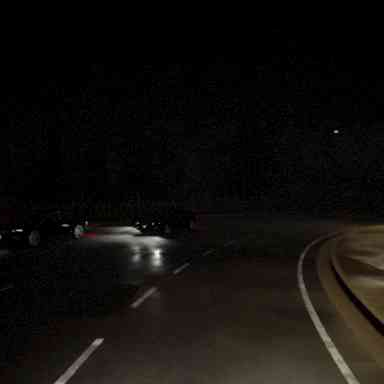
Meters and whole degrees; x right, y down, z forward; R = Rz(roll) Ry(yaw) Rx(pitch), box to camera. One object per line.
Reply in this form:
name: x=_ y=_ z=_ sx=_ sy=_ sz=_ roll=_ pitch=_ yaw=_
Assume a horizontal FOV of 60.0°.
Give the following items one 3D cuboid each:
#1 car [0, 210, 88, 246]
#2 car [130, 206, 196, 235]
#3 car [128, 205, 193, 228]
car: x=-7.234 y=1.658 z=16.348 sx=2.128 sy=1.511 sz=4.902 roll=0 pitch=-1 yaw=22
car: x=-1.466 y=1.738 z=20.803 sx=1.837 sy=1.490 sz=4.892 roll=0 pitch=-1 yaw=30
car: x=-2.278 y=1.828 z=25.708 sx=2.033 sy=1.411 sz=5.357 roll=0 pitch=-1 yaw=36
